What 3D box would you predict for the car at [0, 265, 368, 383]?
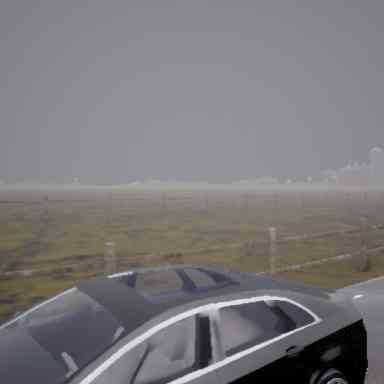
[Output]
[{"bbox_3d":[-0.467,1.492,2.738,4.902,1.511,2.128,0,0,-36],"label":"car"}]
